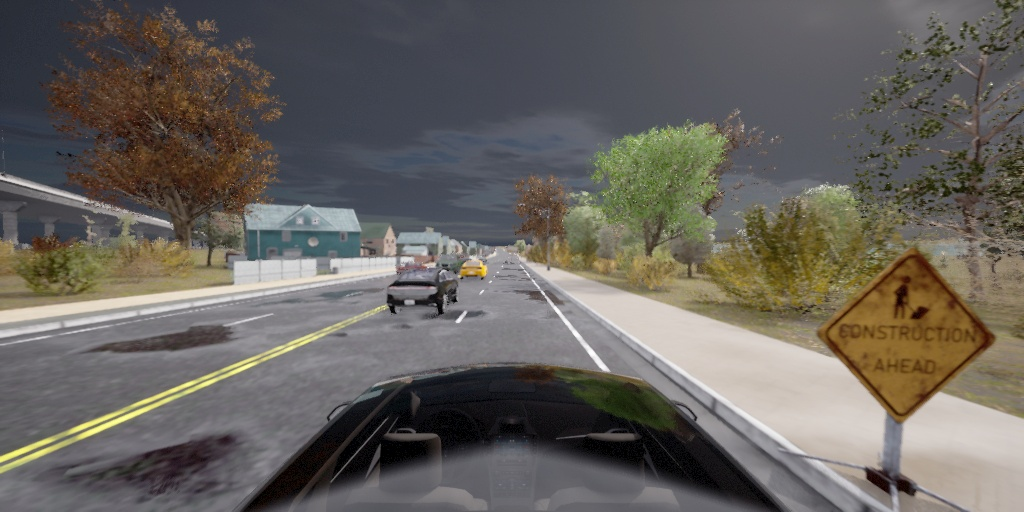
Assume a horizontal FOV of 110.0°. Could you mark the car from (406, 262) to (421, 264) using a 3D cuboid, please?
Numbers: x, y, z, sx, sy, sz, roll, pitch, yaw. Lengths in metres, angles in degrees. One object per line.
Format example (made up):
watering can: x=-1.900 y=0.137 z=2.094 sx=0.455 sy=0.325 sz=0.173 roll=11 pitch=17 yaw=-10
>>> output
car: x=-9.842 y=1.249 z=35.107 sx=1.895 sy=1.301 sz=4.718 roll=0 pitch=0 yaw=0

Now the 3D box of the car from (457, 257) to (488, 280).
car: x=-3.151 y=1.141 z=30.349 sx=1.882 sy=1.535 sz=5.008 roll=0 pitch=0 yaw=0

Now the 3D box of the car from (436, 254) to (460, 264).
car: x=-6.588 y=0.860 z=37.778 sx=2.150 sy=2.045 sz=5.566 roll=0 pitch=0 yaw=0

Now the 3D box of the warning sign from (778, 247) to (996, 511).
warning sign: x=2.850 y=0.863 z=2.713 sx=1.300 sy=1.860 sz=1.060 roll=0 pitch=0 yaw=0

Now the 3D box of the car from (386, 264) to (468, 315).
car: x=-3.155 y=1.207 z=13.485 sx=2.128 sy=1.511 sz=4.902 roll=0 pitch=0 yaw=0
